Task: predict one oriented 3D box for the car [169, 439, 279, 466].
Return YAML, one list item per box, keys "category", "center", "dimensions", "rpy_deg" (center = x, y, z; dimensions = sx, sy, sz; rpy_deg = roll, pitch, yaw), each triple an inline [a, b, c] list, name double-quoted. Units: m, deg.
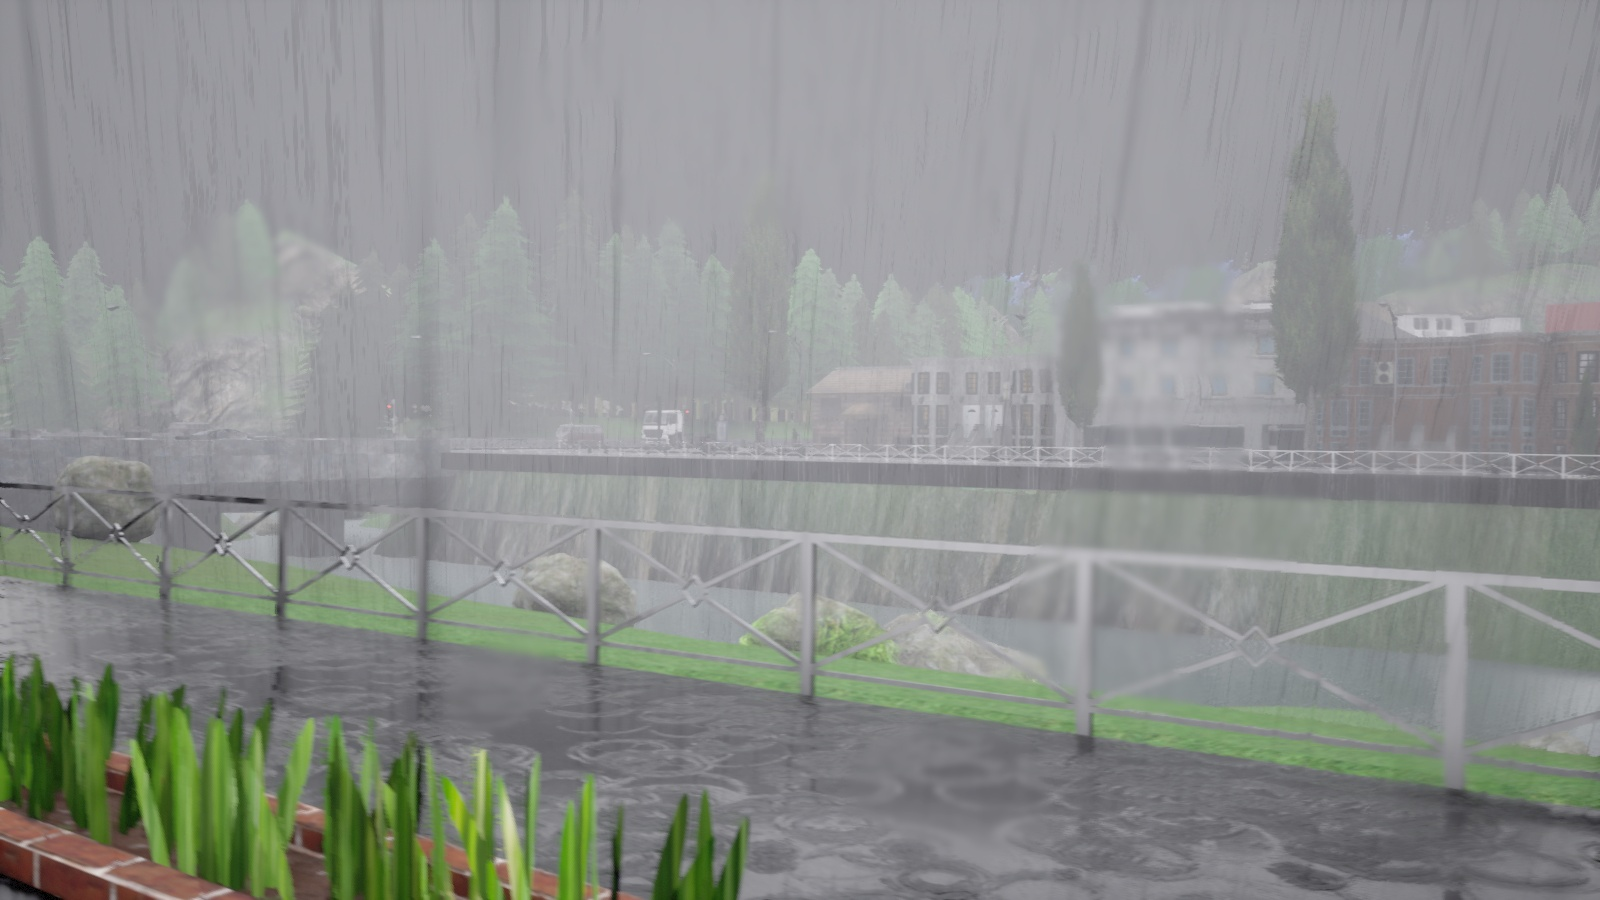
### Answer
- category: "car"
  center: [-32.346, 0.108, 70.664]
  dimensions: [2.033, 1.411, 5.357]
  rpy_deg: [0, 1, 34]
